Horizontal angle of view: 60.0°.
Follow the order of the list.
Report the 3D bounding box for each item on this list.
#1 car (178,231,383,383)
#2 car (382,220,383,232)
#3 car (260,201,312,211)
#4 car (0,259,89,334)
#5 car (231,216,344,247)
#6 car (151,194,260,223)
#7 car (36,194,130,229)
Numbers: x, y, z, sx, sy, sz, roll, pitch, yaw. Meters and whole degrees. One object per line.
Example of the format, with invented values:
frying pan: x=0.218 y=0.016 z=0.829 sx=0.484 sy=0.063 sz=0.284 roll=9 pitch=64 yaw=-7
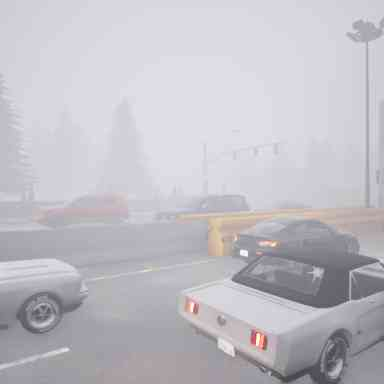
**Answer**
car: x=2.229 y=1.579 z=5.318 sx=4.718 sy=1.301 sz=1.895 roll=0 pitch=0 yaw=-35
car: x=10.687 y=1.417 z=15.598 sx=4.674 sy=1.442 sz=1.812 roll=0 pitch=0 yaw=-36
car: x=7.283 y=1.416 z=26.139 sx=5.357 sy=1.411 sz=2.033 roll=0 pitch=0 yaw=-35
car: x=-4.123 y=1.601 z=5.104 sx=4.718 sy=1.301 sz=1.895 roll=0 pitch=0 yaw=-35
car: x=3.298 y=1.478 z=10.358 sx=4.674 sy=1.442 sz=1.812 roll=0 pitch=0 yaw=-35
car: x=0.637 y=1.160 z=17.279 sx=5.566 sy=2.045 sz=2.150 roll=-1 pitch=0 yaw=-35
car: x=-6.614 y=1.188 z=20.738 sx=5.566 sy=2.045 sz=2.150 roll=0 pitch=0 yaw=-35
